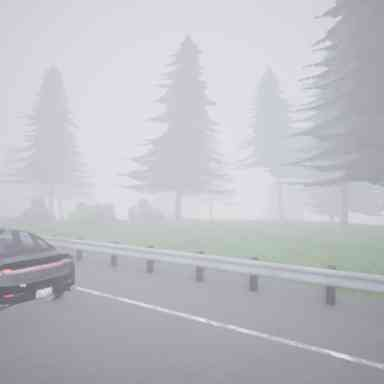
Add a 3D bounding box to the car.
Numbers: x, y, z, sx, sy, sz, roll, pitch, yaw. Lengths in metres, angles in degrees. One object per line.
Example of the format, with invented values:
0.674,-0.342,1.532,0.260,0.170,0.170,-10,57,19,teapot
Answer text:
-4.542,1.531,7.107,4.902,1.511,2.128,0,0,35,car
